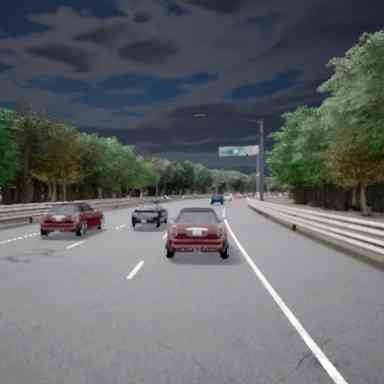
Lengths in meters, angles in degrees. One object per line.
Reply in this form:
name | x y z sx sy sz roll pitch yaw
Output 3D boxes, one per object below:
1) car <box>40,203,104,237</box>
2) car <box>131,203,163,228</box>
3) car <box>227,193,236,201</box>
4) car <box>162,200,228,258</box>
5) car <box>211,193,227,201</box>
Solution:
car | -6.439 1.358 18.429 2.097 1.767 4.553 0 0 3
car | -2.736 1.511 22.333 2.128 1.511 4.902 0 0 3
car | 9.303 1.263 86.090 2.150 2.045 5.566 0 0 12
car | 0.241 1.370 13.081 2.097 1.767 4.553 0 0 2
car | 4.750 1.262 61.059 2.150 2.045 5.566 0 0 9
